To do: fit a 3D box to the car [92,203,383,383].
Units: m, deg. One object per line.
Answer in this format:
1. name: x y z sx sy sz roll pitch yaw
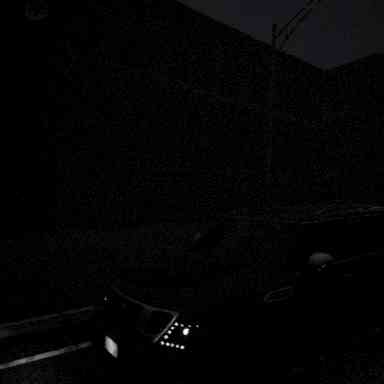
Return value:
1. car: 1.425 1.229 5.009 5.566 2.045 2.150 0 0 -36
